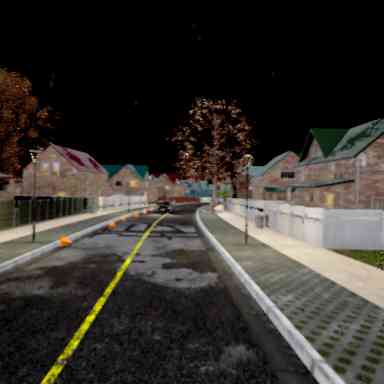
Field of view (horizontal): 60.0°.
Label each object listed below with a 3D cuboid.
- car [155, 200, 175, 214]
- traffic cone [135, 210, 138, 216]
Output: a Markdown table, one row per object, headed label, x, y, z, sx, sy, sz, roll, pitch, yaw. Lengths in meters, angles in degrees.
| label | x | y | z | sx | sy | sz | roll | pitch | yaw |
| --- | --- | --- | --- | --- | --- | --- | --- | --- | --- |
| car | -2.958 | 1.632 | 36.795 | 1.837 | 1.490 | 4.892 | 1 | 0 | 1 |
| traffic cone | -5.246 | 2.000 | 31.469 | 0.340 | 0.580 | 0.340 | 1 | 0 | 0 |
